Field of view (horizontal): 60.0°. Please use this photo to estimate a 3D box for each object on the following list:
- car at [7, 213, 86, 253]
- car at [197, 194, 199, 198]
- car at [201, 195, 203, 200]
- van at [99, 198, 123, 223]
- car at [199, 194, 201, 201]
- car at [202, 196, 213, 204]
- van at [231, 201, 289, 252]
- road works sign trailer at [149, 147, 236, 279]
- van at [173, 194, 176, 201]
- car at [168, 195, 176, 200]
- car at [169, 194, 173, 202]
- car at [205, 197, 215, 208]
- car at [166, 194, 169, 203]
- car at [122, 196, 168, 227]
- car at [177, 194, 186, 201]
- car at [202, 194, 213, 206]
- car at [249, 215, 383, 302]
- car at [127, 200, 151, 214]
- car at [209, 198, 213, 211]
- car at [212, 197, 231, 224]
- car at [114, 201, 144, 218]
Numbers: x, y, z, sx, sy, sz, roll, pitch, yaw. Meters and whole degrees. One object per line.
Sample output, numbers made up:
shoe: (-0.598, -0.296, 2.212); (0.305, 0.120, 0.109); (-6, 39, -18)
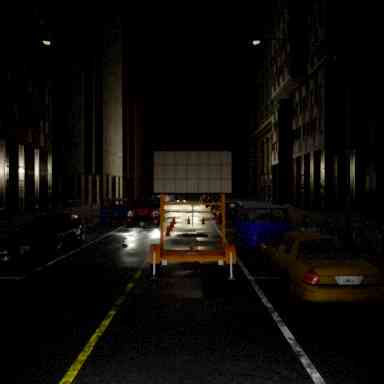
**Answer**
car: (-5.735, 1.567, 13.661); (1.947, 1.339, 4.313); (0, 0, 0)
car: (2.940, 1.456, 81.290); (1.967, 1.590, 4.097); (0, 0, 0)
car: (2.878, 1.575, 53.109); (1.947, 1.339, 4.313); (0, 0, 0)
van: (-5.711, 1.344, 24.935); (1.690, 1.788, 3.998); (0, 0, 0)
car: (2.890, 1.325, 58.746); (2.192, 1.841, 5.009); (0, 0, 0)
car: (2.903, 1.556, 64.382); (1.887, 1.381, 4.507); (0, 0, 0)
van: (2.789, 1.342, 13.655); (1.690, 1.788, 3.998); (0, 0, 0)
road works sign trailer: (0.022, 0.465, 9.977); (2.380, 3.560, 2.880); (0, 0, 0)
van: (-5.585, 1.357, 81.302); (1.690, 1.788, 3.998); (0, 0, 0)
car: (-5.560, 1.572, 92.575); (2.008, 1.369, 4.403); (0, 0, 0)
car: (-5.610, 1.453, 70.029); (1.967, 1.590, 4.097); (0, 0, 0)
car: (2.840, 1.556, 36.200); (2.008, 1.369, 4.403); (0, 0, 0)
car: (-5.635, 1.450, 58.755); (1.967, 1.590, 4.097); (0, 0, 0)
car: (-3.051, 1.355, 22.548); (2.097, 1.767, 4.553); (0, 0, 0)
car: (-2.804, 1.370, 88.397); (2.097, 1.767, 4.553); (0, 0, 0)
car: (2.865, 1.448, 47.472); (1.967, 1.590, 4.097); (0, 0, 0)
car: (2.778, 1.526, 8.189); (1.752, 1.417, 4.829); (0, 0, 0)
car: (-5.685, 1.571, 36.208); (1.947, 1.339, 4.313); (0, 0, 0)
car: (2.828, 1.530, 30.734); (1.752, 1.417, 4.829); (0, 0, 0)
car: (2.815, 1.443, 24.928); (1.967, 1.590, 4.097); (0, 0, 0)
car: (-5.697, 1.570, 30.572); (1.947, 1.339, 4.313); (0, 0, 0)
